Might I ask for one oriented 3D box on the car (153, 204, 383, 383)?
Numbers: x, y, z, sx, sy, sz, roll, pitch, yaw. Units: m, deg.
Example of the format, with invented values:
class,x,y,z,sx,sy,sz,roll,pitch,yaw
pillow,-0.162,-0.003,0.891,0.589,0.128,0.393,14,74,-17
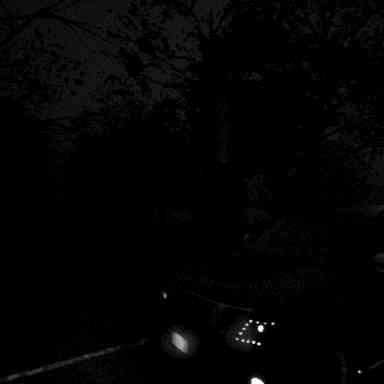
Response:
class,x,y,z,sx,sy,sz,roll,pitch,yaw
car,2.199,1.238,5.000,5.566,2.045,2.150,0,0,-33
